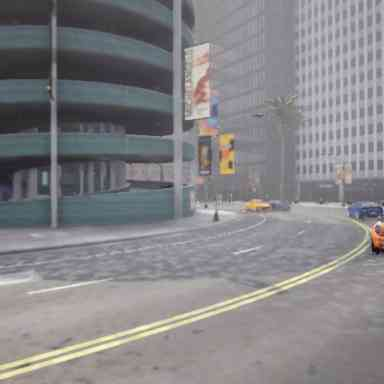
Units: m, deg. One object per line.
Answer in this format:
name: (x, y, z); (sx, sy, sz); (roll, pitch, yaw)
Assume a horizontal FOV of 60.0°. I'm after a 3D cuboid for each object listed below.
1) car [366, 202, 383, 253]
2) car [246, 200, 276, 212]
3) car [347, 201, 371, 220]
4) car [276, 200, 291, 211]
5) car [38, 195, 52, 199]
car: (8.529, 1.387, 13.157); (2.097, 1.767, 4.553); (-1, 0, 36)
car: (8.310, 1.692, 41.751); (1.882, 1.535, 5.008); (0, 0, -10)
car: (15.236, 1.573, 29.488); (1.882, 1.535, 5.008); (0, 0, 11)
car: (11.381, 1.737, 44.229); (1.812, 1.442, 4.674); (0, 0, -13)
car: (-25.592, 1.553, 58.148); (2.435, 2.045, 5.566); (0, 0, -37)
